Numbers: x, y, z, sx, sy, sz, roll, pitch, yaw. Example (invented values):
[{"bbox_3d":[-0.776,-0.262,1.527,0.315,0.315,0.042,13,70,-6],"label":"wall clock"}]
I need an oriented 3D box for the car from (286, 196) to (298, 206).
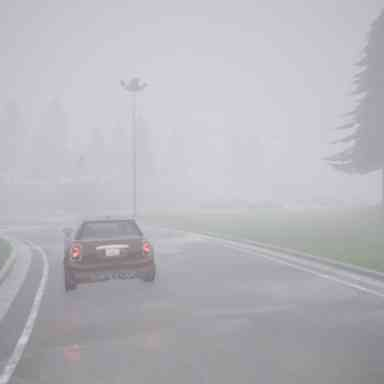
[{"bbox_3d":[17.797,1.454,55.137,4.892,1.490,1.837,0,0,-22],"label":"car"}]

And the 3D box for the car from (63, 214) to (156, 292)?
[{"bbox_3d":[-2.513,1.397,9.488,2.097,1.767,4.553,-1,0,-20],"label":"car"}]

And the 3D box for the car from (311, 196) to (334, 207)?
[{"bbox_3d":[20.150,1.475,48.562,4.181,1.385,1.994,-1,0,-22],"label":"car"}]

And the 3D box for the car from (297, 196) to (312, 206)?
[{"bbox_3d":[19.481,1.429,52.055,4.892,1.490,1.837,-1,0,-22],"label":"car"}]

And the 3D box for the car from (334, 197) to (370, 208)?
[{"bbox_3d":[22.320,1.409,45.670,4.674,1.442,1.812,-1,0,-22],"label":"car"}]

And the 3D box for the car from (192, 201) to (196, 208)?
[{"bbox_3d":[2.384,1.562,48.935,5.008,1.535,1.882,0,0,-22],"label":"car"}]

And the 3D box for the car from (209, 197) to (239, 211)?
[{"bbox_3d":[5.130,1.549,42.504,4.892,1.490,1.837,-1,0,-22],"label":"car"}]

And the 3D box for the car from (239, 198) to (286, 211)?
[{"bbox_3d":[8.482,1.607,40.085,4.718,1.301,1.895,-1,0,-22],"label":"car"}]

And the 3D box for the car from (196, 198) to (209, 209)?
[{"bbox_3d":[3.552,1.543,45.638,5.008,1.535,1.882,0,0,-22],"label":"car"}]
